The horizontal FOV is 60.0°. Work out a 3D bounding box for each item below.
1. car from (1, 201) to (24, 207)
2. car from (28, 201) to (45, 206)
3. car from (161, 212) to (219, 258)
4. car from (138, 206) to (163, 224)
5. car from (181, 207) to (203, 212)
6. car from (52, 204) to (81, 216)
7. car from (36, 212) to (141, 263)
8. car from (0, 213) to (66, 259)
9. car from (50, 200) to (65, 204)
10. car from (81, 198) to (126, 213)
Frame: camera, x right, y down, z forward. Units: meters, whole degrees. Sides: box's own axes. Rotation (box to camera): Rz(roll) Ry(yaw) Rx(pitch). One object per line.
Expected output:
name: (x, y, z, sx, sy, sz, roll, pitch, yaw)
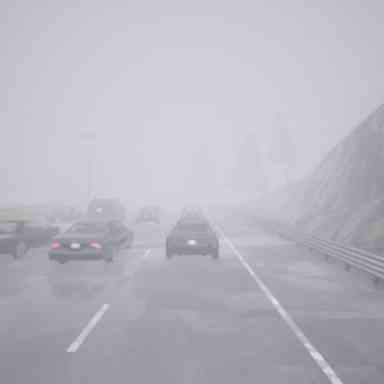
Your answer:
car: (-30.885, 2.201, 57.926, 1.994, 1.385, 4.181, 0, -1, -10)
car: (-27.515, 2.251, 58.932, 1.895, 1.301, 4.718, 0, -1, -11)
car: (0.028, 1.714, 13.394, 1.994, 1.385, 4.181, 0, -1, 1)
car: (-3.486, 1.852, 27.468, 2.033, 1.411, 5.357, 0, -1, 0)
car: (0.009, 1.914, 28.212, 1.895, 1.301, 4.718, 0, -1, 0)
car: (-10.489, 1.914, 28.223, 1.895, 1.301, 4.718, 0, -1, 0)
car: (-3.486, 1.687, 12.476, 2.033, 1.411, 5.357, 0, -1, 0)
car: (-6.976, 1.748, 13.212, 1.895, 1.301, 4.718, 0, -1, 1)
car: (-24.157, 2.139, 59.892, 1.882, 1.535, 5.008, 0, -1, -11)
car: (-6.985, 1.530, 27.530, 2.150, 2.045, 5.566, 0, 0, 0)
